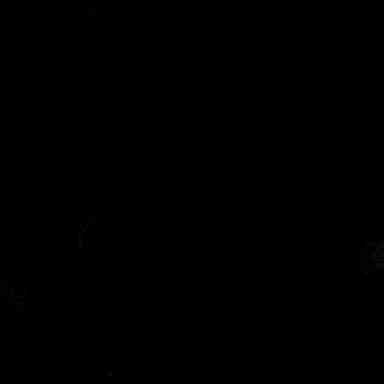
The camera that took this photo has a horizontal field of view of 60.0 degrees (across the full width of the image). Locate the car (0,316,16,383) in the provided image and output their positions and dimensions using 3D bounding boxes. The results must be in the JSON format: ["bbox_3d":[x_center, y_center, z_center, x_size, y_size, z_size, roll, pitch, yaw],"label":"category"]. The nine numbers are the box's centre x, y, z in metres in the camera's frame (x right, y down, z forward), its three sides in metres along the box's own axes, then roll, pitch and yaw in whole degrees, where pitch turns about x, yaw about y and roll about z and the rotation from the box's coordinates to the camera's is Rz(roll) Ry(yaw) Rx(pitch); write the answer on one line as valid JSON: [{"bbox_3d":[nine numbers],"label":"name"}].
[{"bbox_3d":[-3.410,1.215,0.638,5.566,2.045,2.150,0,0,-35],"label":"car"}]
